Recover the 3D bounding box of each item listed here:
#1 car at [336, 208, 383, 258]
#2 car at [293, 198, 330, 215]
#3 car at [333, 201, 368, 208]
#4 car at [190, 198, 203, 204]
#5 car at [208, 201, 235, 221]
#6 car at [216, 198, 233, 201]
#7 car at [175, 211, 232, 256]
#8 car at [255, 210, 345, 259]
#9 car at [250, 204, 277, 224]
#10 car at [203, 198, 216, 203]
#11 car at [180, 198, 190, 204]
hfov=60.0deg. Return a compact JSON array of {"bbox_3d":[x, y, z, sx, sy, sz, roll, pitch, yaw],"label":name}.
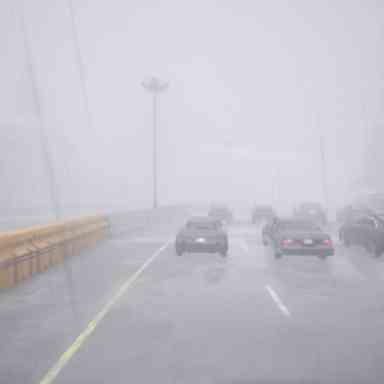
[{"bbox_3d":[7.474,1.621,13.236,2.128,1.511,4.902,0,0,5],"label":"car"},{"bbox_3d":[9.292,1.605,26.648,2.097,1.767,4.553,0,-1,11],"label":"car"},{"bbox_3d":[12.777,1.745,26.208,2.128,1.511,4.902,0,0,11],"label":"car"},{"bbox_3d":[1.946,2.279,78.099,1.994,1.385,4.181,0,-1,28],"label":"car"},{"bbox_3d":[2.455,1.773,28.139,1.837,1.490,4.892,0,0,11],"label":"car"},{"bbox_3d":[7.940,2.239,74.477,2.033,1.411,5.357,0,-1,28],"label":"car"},{"bbox_3d":[0.495,1.695,13.795,1.994,1.385,4.181,0,-1,5],"label":"car"},{"bbox_3d":[3.950,1.674,13.220,2.033,1.411,5.357,0,-1,5],"label":"car"},{"bbox_3d":[5.900,1.769,27.514,1.837,1.490,4.892,0,0,11],"label":"car"},{"bbox_3d":[4.957,2.068,76.316,2.097,1.767,4.553,0,-1,28],"label":"car"},{"bbox_3d":[-1.051,2.239,79.910,1.837,1.490,4.892,0,-1,28],"label":"car"}]
